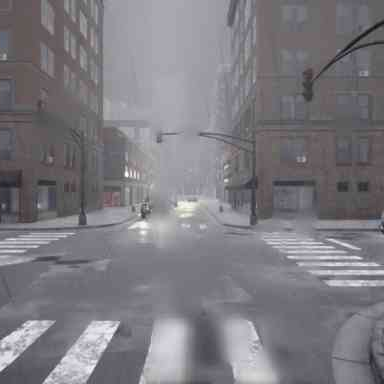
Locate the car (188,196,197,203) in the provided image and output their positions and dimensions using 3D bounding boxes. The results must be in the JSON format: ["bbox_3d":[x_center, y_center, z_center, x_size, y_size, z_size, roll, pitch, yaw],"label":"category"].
[{"bbox_3d":[0.067,1.518,69.997,2.128,1.511,4.902,0,0,0],"label":"car"}]

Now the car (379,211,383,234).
[{"bbox_3d":[11.040,1.617,14.647,4.718,1.301,1.895,0,0,2],"label":"car"}]

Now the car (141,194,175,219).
[{"bbox_3d":[-3.102,1.236,29.748,2.150,2.045,5.566,0,0,2],"label":"car"}]

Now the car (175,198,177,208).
[{"bbox_3d":[-3.122,1.545,39.421,1.812,1.442,4.674,0,0,0],"label":"car"}]
